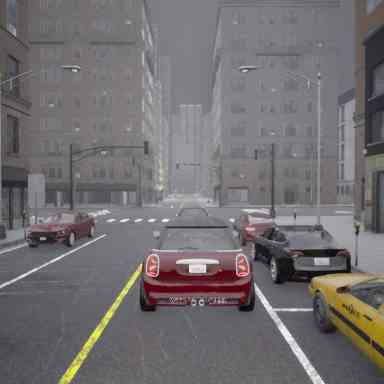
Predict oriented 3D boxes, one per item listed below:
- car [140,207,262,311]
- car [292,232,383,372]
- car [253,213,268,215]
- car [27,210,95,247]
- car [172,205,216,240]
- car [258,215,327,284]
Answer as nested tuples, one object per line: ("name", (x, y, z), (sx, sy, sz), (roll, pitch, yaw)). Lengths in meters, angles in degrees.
("car", (0.088, 1.350, 7.893), (2.097, 1.767, 4.553), (0, 0, 0))
("car", (2.859, 1.524, 3.972), (1.752, 1.417, 4.829), (-1, 0, 0))
("car", (2.842, 1.577, 14.974), (1.802, 1.307, 4.206), (-1, 0, 0))
("car", (-5.704, 1.540, 14.957), (1.887, 1.381, 4.507), (-1, 0, 0))
("car", (0.068, 1.542, 18.131), (2.033, 1.411, 5.357), (0, 0, 0))
("car", (2.851, 1.563, 9.388), (1.947, 1.339, 4.313), (-1, 0, 0))
